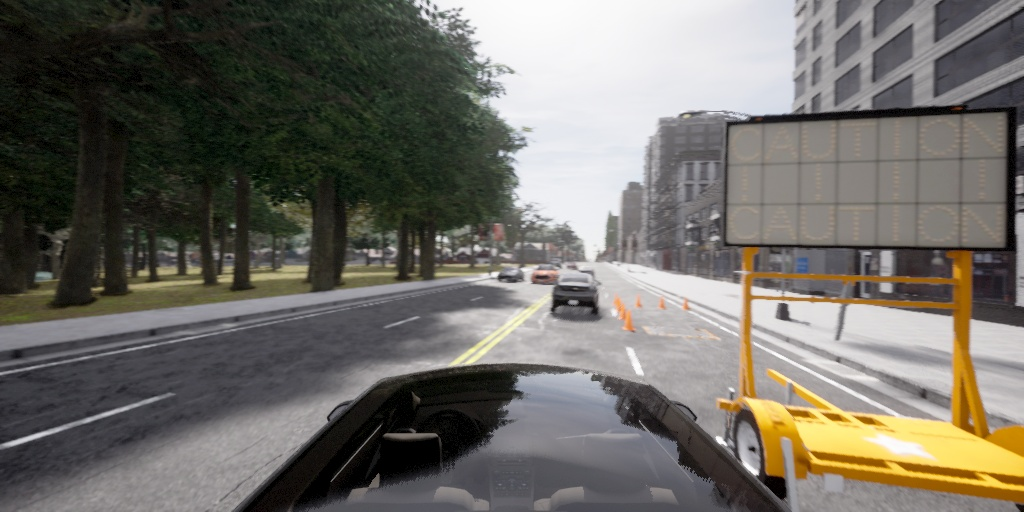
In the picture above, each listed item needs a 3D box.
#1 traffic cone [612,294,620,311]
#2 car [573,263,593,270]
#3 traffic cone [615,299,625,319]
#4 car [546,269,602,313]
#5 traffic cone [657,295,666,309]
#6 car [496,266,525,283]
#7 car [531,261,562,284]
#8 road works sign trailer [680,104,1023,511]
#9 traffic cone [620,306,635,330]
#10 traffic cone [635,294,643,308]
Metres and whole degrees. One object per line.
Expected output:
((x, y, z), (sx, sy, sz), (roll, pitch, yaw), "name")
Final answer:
((4.402, 1.989, 14.754), (0.340, 0.580, 0.340), (0, 0, 13), "traffic cone")
((8.252, 1.916, 40.006), (2.128, 1.511, 4.902), (1, 0, 13), "car")
((3.966, 1.952, 12.803), (0.340, 0.580, 0.340), (0, 0, 13), "traffic cone")
((2.797, 1.502, 15.595), (1.837, 1.490, 4.892), (1, -1, 13), "car")
((6.789, 2.075, 16.269), (0.340, 0.580, 0.340), (0, 0, 13), "traffic cone")
((0.009, 1.687, 33.842), (2.033, 1.411, 5.357), (1, -1, 13), "car")
((3.021, 1.560, 32.389), (2.097, 1.767, 4.553), (1, -1, 13), "car")
((3.351, 0.333, 3.719), (2.380, 3.560, 2.880), (0, 0, 13), "road works sign trailer")
((3.530, 1.916, 10.851), (0.340, 0.580, 0.340), (0, 0, 13), "traffic cone")
((5.813, 2.050, 16.487), (0.340, 0.580, 0.340), (0, 0, 13), "traffic cone")
